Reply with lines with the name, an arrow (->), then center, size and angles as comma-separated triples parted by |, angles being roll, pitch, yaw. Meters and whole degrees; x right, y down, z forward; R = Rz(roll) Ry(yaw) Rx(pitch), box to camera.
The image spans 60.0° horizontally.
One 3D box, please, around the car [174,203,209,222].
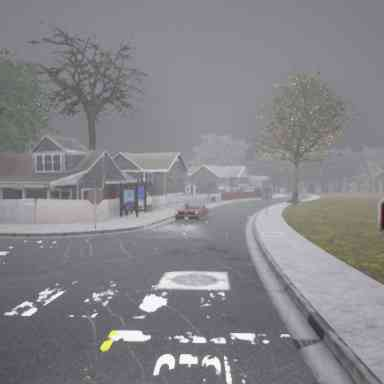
car -> 0.055, 1.504, 25.359 | 1.895, 1.301, 4.718 | 0, 1, 12
